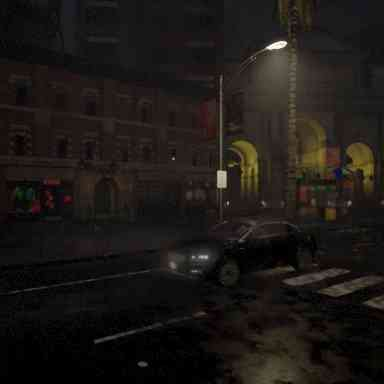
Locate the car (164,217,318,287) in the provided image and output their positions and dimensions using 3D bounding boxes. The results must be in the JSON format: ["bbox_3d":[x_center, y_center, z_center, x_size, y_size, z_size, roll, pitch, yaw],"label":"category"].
[{"bbox_3d":[1.541,1.491,9.389,4.902,1.511,2.128,0,0,-35],"label":"car"}]
